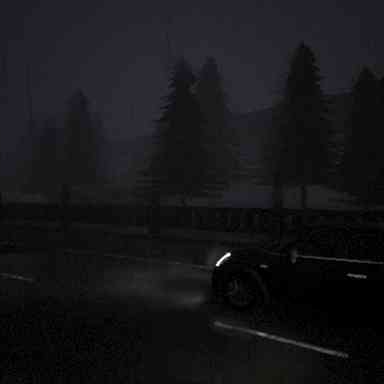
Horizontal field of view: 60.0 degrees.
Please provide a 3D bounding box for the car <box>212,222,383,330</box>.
[{"bbox_3d":[2.614,1.336,6.178,4.553,1.767,2.097,0,0,35],"label":"car"}]
